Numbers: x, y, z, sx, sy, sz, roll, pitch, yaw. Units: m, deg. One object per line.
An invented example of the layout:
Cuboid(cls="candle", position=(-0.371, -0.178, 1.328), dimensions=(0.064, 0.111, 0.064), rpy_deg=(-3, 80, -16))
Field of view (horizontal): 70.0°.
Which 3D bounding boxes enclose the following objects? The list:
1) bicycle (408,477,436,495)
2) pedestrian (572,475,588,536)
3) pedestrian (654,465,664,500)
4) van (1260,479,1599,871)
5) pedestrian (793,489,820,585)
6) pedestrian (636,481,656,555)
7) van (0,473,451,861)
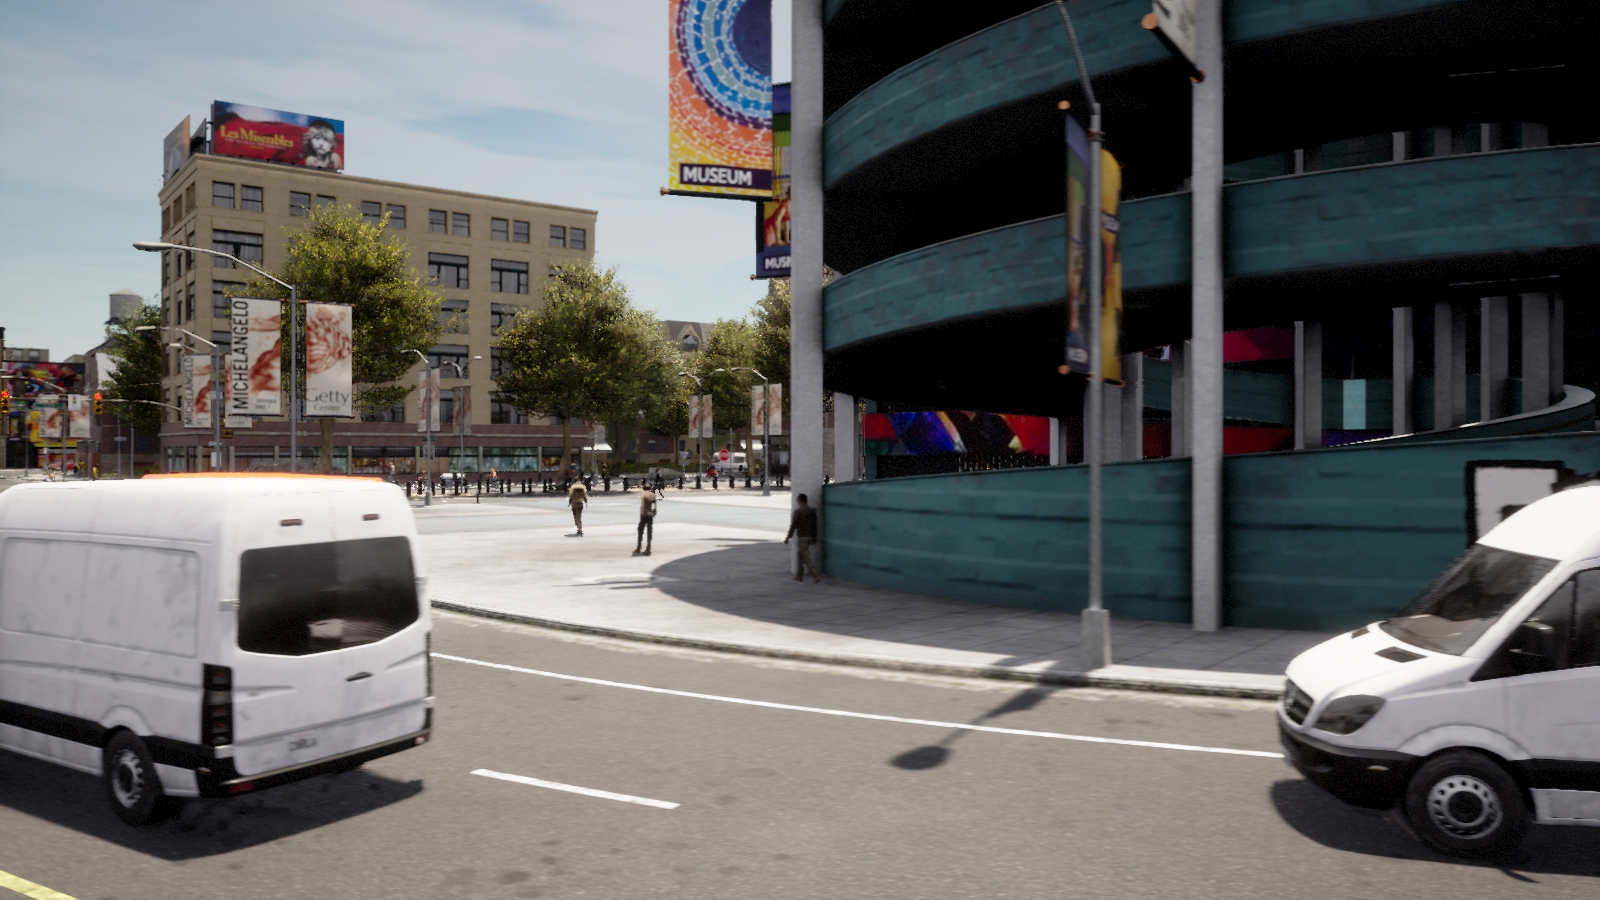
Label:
Cuboid(cls="bicycle", position=(-23.785, 2.283, 71.950), dimensions=(1.487, 1.080, 0.859), rpy_deg=(0, 0, -38))
Cuboid(cls="pedestrian", position=(-6.795, 1.710, 35.239), dimensions=(0.375, 1.860, 0.375), rpy_deg=(0, 0, -32))
Cuboid(cls="pedestrian", position=(-7.466, 1.721, 60.610), dimensions=(0.375, 1.860, 0.375), rpy_deg=(0, 0, -34))
Cuboid(cls="van", position=(6.682, 1.539, 8.359), dimensions=(5.915, 2.561, 1.988), rpy_deg=(0, 0, 13))
Cuboid(cls="pedestrian", position=(0.124, 1.706, 22.606), dimensions=(0.375, 1.860, 0.375), rpy_deg=(0, 0, -37))
Cuboid(cls="pedestrian", position=(-3.877, 1.708, 28.833), dimensions=(0.375, 1.860, 0.375), rpy_deg=(0, 0, -33))
Cuboid(cls="van", position=(-5.939, 1.538, 10.281), dimensions=(5.915, 2.561, 1.988), rpy_deg=(0, 0, 33))
